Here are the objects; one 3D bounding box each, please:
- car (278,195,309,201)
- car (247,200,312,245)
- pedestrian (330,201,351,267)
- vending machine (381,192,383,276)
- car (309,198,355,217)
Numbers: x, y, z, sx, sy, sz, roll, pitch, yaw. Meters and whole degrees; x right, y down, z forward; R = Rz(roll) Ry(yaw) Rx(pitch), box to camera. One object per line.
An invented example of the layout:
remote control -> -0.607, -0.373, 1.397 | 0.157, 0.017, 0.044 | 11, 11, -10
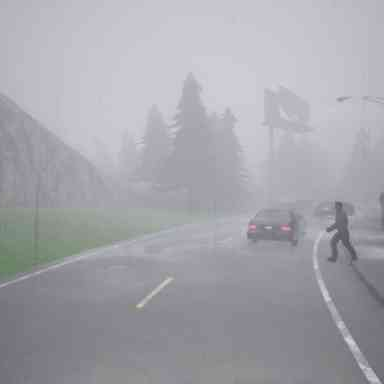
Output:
car -> 8.604, 1.017, 28.525 | 1.882, 1.535, 5.008 | 1, 1, 42
car -> 3.801, 1.313, 14.361 | 2.033, 1.411, 5.357 | 0, 1, 24
pedestrian -> 4.230, 1.140, 9.480 | 0.375, 1.860, 0.375 | 0, 1, 18
vending machine -> 5.321, 1.066, 8.050 | 1.100, 2.100, 0.880 | 0, 1, 17
car -> 10.900, 1.156, 25.310 | 1.994, 1.385, 4.181 | 1, 1, 40
